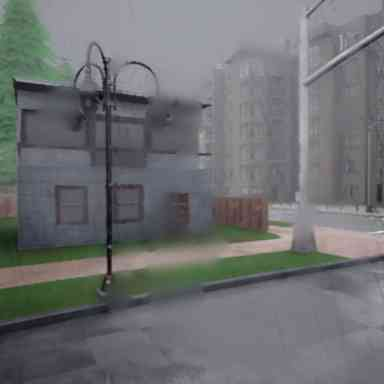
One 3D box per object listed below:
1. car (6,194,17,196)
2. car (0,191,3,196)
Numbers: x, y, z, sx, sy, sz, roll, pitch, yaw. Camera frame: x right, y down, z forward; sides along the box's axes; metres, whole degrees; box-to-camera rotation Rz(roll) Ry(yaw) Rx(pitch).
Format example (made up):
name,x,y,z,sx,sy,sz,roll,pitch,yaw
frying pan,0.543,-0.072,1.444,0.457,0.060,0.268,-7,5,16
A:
name,x,y,z,sx,sy,sz,roll,pitch,yaw
car,-36.059,0.623,66.628,1.932,1.855,4.605,-1,1,-26
car,-38.141,0.650,65.166,1.905,1.878,3.866,-1,1,-26
